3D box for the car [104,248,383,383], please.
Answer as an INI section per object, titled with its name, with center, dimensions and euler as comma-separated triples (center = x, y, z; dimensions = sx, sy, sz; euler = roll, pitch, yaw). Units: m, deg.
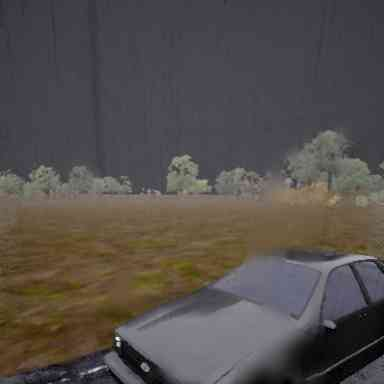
[car]
center = 1.608, 1.574, 4.701
dimensions = 5.357, 1.411, 2.033
euler = 0, 0, -38
